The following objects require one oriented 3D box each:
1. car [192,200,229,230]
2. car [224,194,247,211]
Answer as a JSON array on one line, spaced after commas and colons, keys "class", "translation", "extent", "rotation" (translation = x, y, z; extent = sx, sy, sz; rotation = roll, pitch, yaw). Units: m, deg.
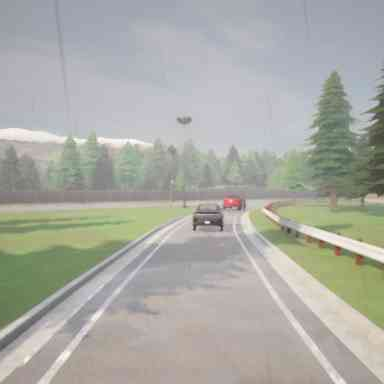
[{"class": "car", "translation": [1.110, 1.499, 21.150], "extent": [2.128, 1.511, 4.902], "rotation": [0, 0, 6]}, {"class": "car", "translation": [5.497, 1.237, 42.278], "extent": [2.150, 2.045, 5.566], "rotation": [0, 0, 19]}]
